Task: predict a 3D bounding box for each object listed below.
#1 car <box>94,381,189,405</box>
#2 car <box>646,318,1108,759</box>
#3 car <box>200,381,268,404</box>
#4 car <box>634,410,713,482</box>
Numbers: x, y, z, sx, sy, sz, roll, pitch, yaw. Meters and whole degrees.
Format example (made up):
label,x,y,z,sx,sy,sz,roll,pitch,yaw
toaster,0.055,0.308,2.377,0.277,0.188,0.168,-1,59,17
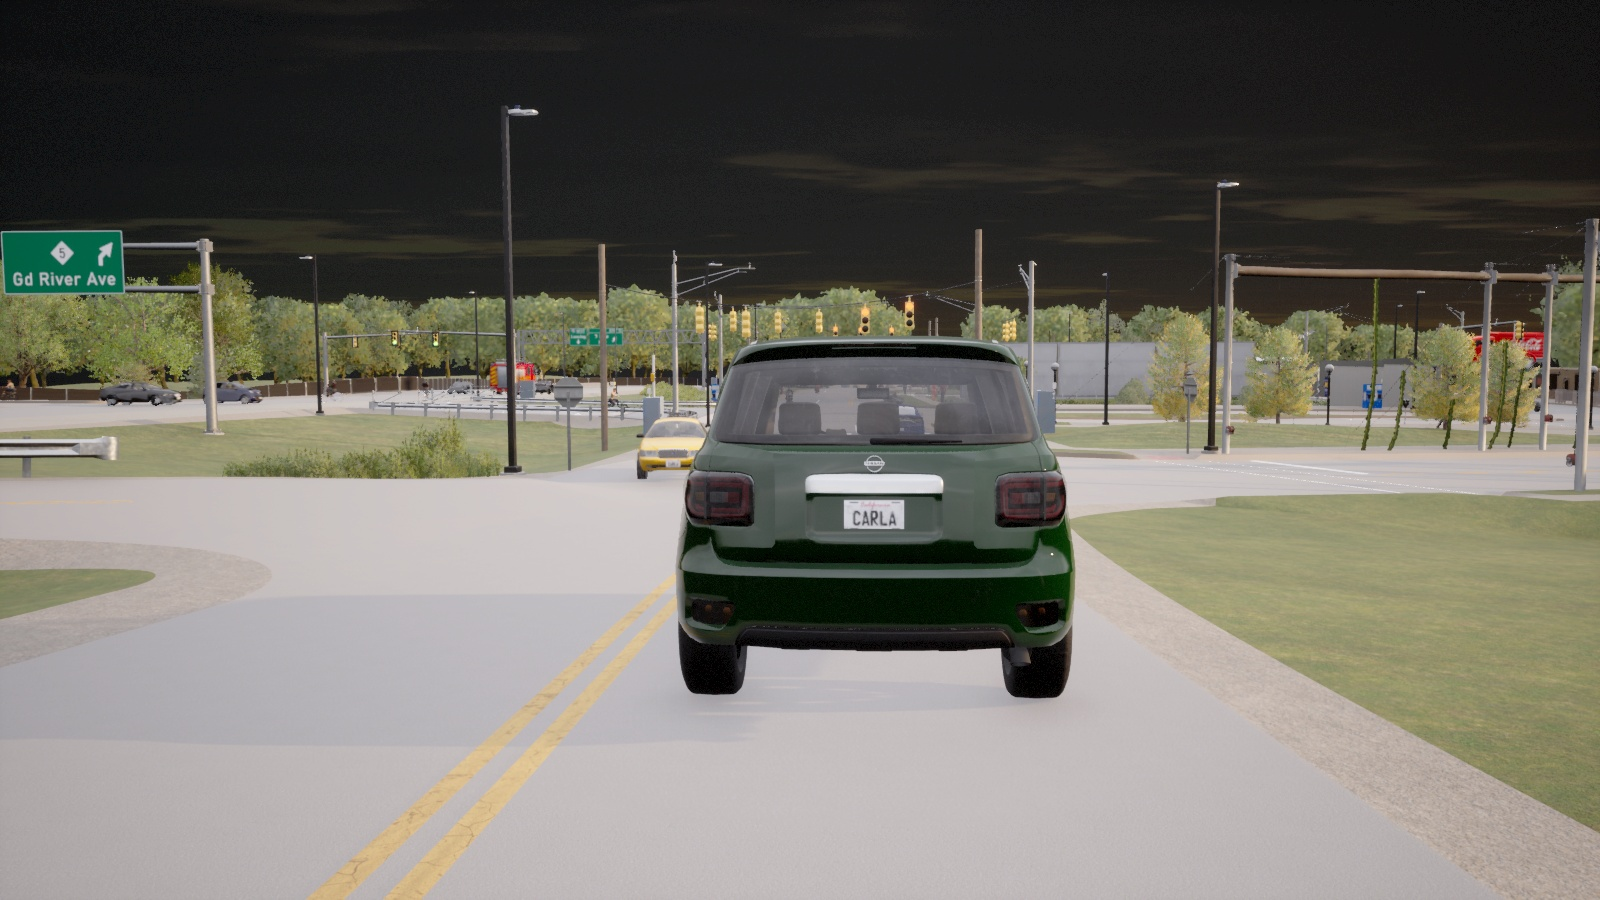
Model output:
label,x,y,z,sx,sy,sz,roll,pitch,yaw
car,-41.998,-3.665,80.157,4.902,1.511,2.128,0,4,2
car,0.505,0.363,8.656,2.150,2.045,5.566,0,1,3
car,-37.580,-3.810,83.482,3.633,1.501,1.845,0,3,3
car,-3.094,-0.173,31.562,1.801,1.575,5.366,0,3,-4
